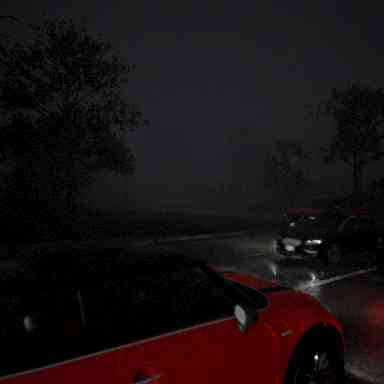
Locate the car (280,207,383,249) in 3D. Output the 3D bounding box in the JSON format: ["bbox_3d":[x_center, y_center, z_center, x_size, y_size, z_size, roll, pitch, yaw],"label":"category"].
[{"bbox_3d":[5.071,1.491,11.827,4.902,1.511,2.128,0,0,-35],"label":"car"}]

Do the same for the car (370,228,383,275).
[{"bbox_3d":[6.751,1.601,8.528,4.718,1.301,1.895,0,0,-36],"label":"car"}]

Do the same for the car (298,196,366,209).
[{"bbox_3d":[7.112,1.222,17.524,5.566,2.045,2.150,0,0,-35],"label":"car"}]

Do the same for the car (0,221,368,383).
[{"bbox_3d":[-0.453,1.352,3.397,4.553,1.767,2.097,0,0,-35],"label":"car"}]
